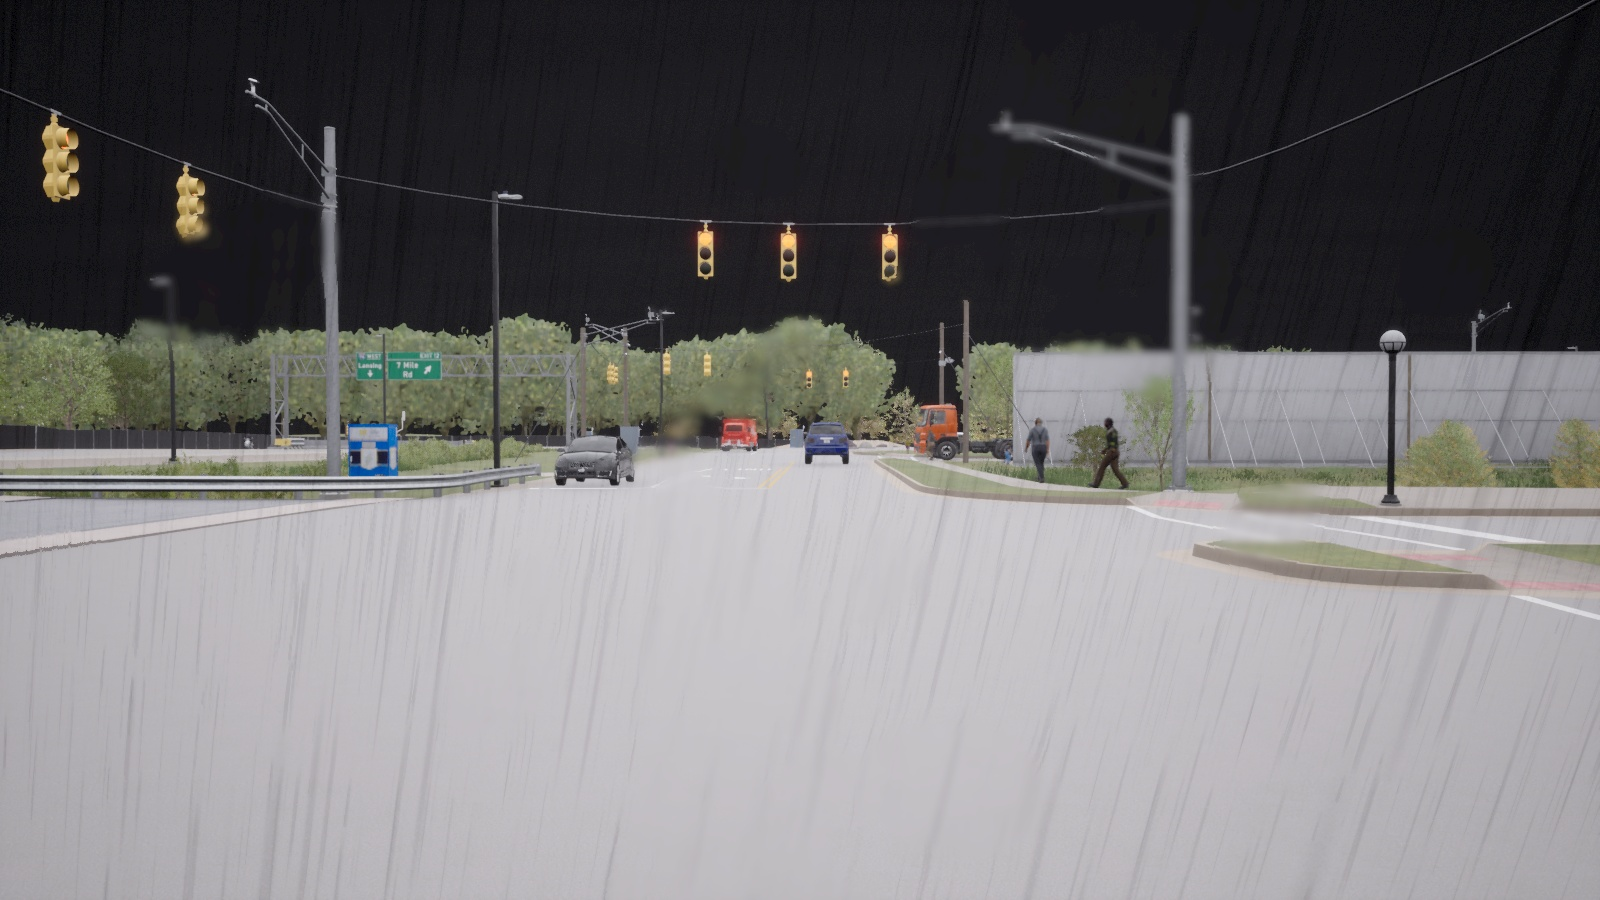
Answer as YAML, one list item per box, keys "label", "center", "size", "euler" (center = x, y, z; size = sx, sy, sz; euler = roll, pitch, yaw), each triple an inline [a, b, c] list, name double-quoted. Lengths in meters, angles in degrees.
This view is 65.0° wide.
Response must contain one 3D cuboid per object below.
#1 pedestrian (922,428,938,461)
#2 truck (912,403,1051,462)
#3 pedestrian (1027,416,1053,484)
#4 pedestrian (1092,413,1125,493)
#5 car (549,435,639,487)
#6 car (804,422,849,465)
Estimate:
- label: "pedestrian"
  center: [7.202, -0.306, 69.492]
  size: [0.540, 1.848, 0.694]
  euler: [-2, 2, -44]
- label: "truck"
  center: [11.121, -1.089, 77.375]
  size: [7.936, 3.462, 2.891]
  euler: [1, 2, -4]
- label: "pedestrian"
  center: [6.587, 0.002, 34.538]
  size: [0.540, 1.848, 0.694]
  euler: [0, 2, -4]
- label: "pedestrian"
  center: [7.533, 0.053, 30.681]
  size: [0.692, 1.930, 0.395]
  euler: [1, 2, 31]
- label: "car"
  center: [-6.252, 0.292, 38.693]
  size: [1.837, 1.490, 4.892]
  euler: [0, 1, 2]
- label: "car"
  center: [1.359, -0.350, 62.966]
  size: [2.150, 2.045, 5.566]
  euler: [0, 1, 2]
